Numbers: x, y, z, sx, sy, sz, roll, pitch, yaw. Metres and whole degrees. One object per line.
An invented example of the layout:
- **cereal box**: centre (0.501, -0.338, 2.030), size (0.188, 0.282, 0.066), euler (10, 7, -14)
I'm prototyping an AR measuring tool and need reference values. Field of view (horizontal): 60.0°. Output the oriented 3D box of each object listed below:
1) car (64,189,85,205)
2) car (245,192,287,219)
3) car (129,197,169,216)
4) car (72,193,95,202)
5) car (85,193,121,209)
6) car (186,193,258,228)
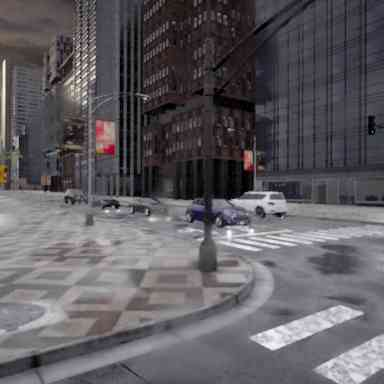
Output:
- **car**: centre (-15.822, 0.636, 45.437), size (2.150, 2.045, 5.566), euler (0, 1, -35)
- **car**: centre (5.165, 1.002, 27.249), size (2.150, 2.045, 5.566), euler (0, 1, -35)
- **car**: centre (-3.736, 1.183, 28.243), size (1.837, 1.490, 4.892), euler (0, 1, -35)
- **car**: centre (-17.754, 0.872, 54.061), size (2.033, 1.411, 5.357), euler (0, 1, -35)
- **car**: centre (-9.682, 1.095, 36.674), size (2.033, 1.411, 5.357), euler (0, 1, -35)
- **car**: centre (1.556, 1.148, 20.747), size (2.097, 1.767, 4.553), euler (0, 1, -35)
